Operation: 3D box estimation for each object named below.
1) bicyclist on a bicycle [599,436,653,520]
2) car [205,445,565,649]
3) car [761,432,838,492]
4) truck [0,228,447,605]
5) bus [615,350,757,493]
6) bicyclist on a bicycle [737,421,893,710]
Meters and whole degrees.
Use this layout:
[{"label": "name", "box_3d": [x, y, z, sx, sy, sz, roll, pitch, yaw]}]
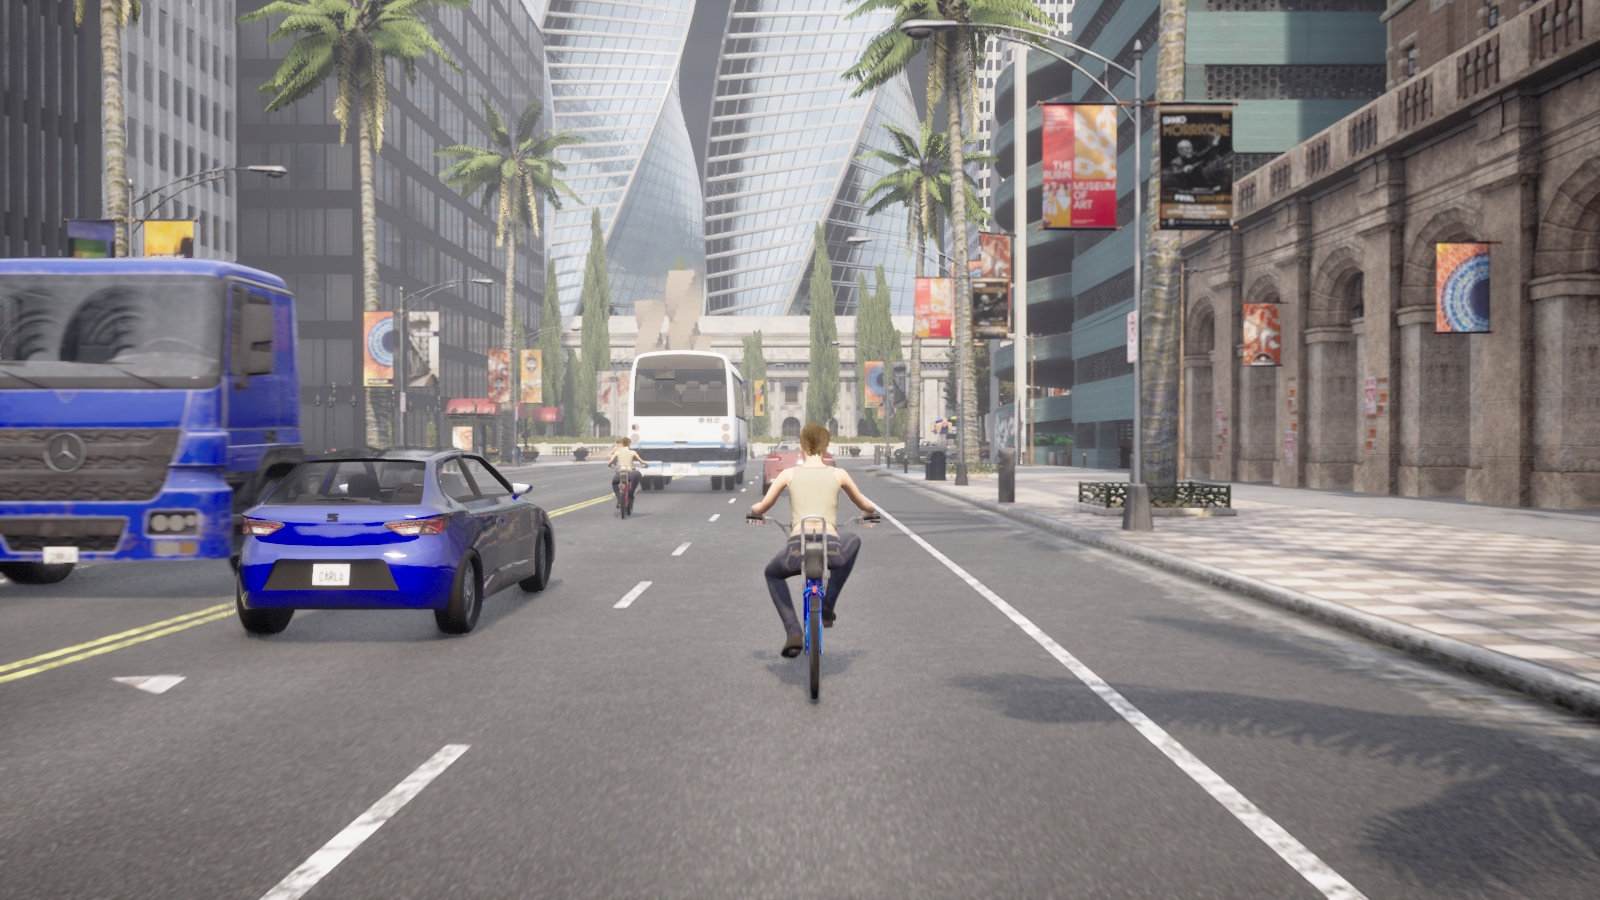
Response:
[{"label": "bicyclist on a bicycle", "box_3d": [-3.456, 0.539, 25.060, 0.866, 1.612, 1.509, 0, 0, -1]}, {"label": "car", "box_3d": [-3.406, 0.694, 11.222, 1.816, 1.474, 4.193, 0, 0, 0]}, {"label": "car", "box_3d": [-0.028, 0.315, 37.270, 2.152, 1.651, 5.027, 0, 0, 0]}, {"label": "truck", "box_3d": [-6.909, -0.328, 15.517, 2.891, 3.462, 7.936, 0, 0, 0]}, {"label": "bus", "box_3d": [-3.556, -0.872, 42.446, 3.944, 4.253, 10.273, 0, 0, 0]}, {"label": "bicyclist on a bicycle", "box_3d": [0.084, 0.639, 7.760, 0.866, 1.612, 1.509, 0, 0, 0]}]
